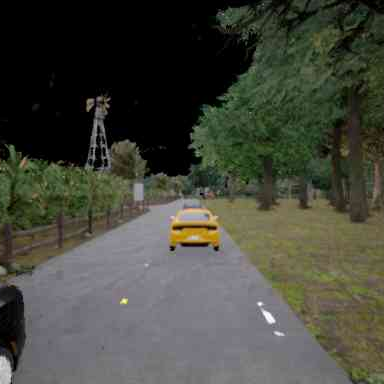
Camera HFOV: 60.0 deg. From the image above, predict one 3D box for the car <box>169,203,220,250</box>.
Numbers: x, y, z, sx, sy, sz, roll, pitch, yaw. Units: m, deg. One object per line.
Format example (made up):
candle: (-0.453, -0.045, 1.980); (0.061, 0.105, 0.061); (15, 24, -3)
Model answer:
car: (0.095, 1.444, 14.165); (1.882, 1.535, 5.008); (0, 0, 0)

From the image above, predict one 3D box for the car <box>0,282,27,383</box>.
car: (-2.839, 1.473, 1.788); (1.882, 1.535, 5.008); (0, 0, 0)
